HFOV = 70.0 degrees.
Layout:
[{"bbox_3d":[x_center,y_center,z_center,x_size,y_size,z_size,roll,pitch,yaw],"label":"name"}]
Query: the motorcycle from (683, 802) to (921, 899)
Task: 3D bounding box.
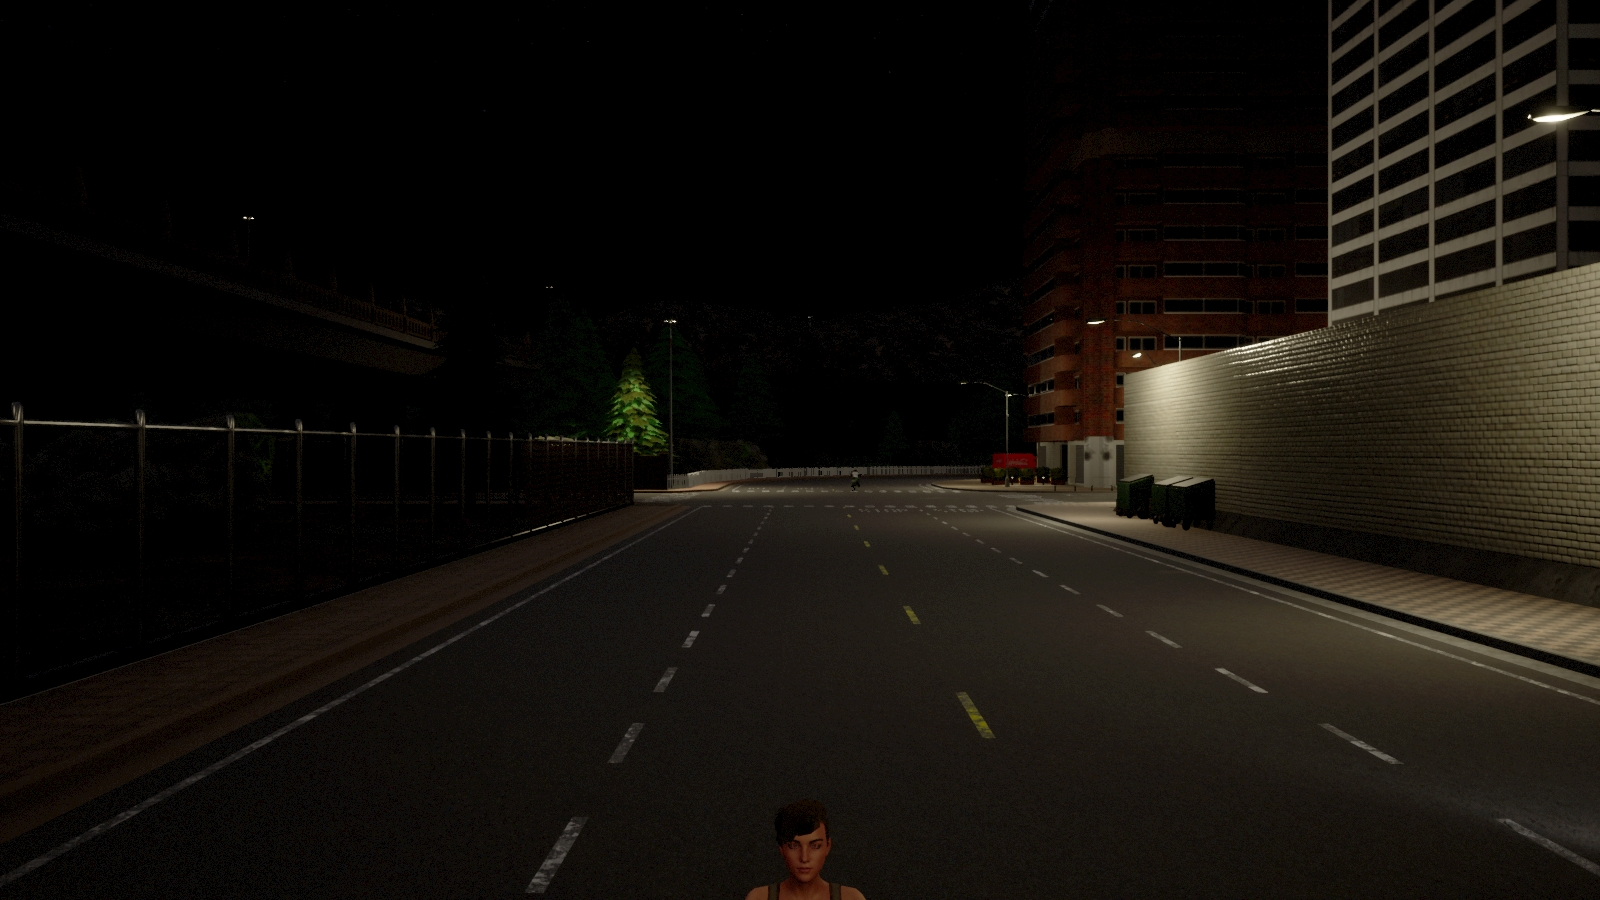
[{"bbox_3d":[0.006,2.099,3.507,0.764,1.307,2.356,0,0,0],"label":"motorcycle"}]
